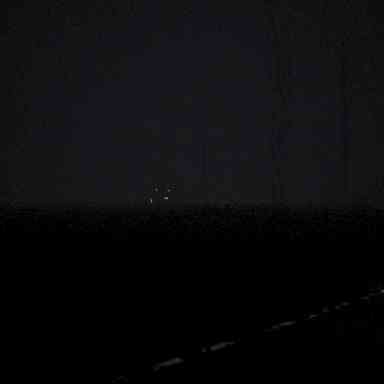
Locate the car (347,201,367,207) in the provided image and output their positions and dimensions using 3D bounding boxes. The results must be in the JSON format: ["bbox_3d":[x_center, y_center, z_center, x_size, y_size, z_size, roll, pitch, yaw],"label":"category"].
[{"bbox_3d":[41.213,2.910,82.792,1.837,1.490,4.892,0,-1,-35],"label":"car"}]
